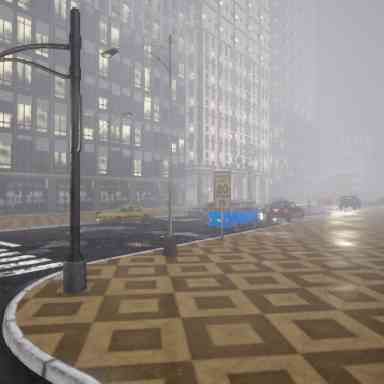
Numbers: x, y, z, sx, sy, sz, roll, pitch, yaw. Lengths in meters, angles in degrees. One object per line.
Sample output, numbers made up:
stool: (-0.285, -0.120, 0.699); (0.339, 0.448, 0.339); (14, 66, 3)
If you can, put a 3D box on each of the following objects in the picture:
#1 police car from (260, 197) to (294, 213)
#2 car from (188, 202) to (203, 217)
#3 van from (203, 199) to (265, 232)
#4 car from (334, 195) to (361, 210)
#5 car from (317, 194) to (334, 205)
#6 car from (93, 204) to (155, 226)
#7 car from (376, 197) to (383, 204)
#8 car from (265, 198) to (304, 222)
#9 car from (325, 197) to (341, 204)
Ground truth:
police car: (9.953, 1.459, 38.662); (1.930, 1.638, 5.238); (0, 0, 38)
car: (1.344, 1.604, 31.665); (1.802, 1.307, 4.206); (0, 0, 38)
van: (2.638, 1.368, 20.230); (1.690, 1.788, 3.998); (0, 0, 38)
car: (21.149, 1.368, 44.515); (2.192, 1.841, 5.009); (0, 0, 38)
car: (25.066, 1.381, 62.554); (2.192, 1.841, 5.009); (0, 0, 38)
car: (-4.755, 1.540, 23.935); (1.752, 1.417, 4.829); (0, 0, 38)
car: (38.092, 1.658, 66.577); (1.947, 1.339, 4.313); (0, 0, 38)
car: (7.594, 1.472, 26.864); (1.967, 1.590, 4.097); (0, 0, 38)
car: (28.455, 1.625, 66.966); (2.008, 1.369, 4.403); (0, 0, 38)
